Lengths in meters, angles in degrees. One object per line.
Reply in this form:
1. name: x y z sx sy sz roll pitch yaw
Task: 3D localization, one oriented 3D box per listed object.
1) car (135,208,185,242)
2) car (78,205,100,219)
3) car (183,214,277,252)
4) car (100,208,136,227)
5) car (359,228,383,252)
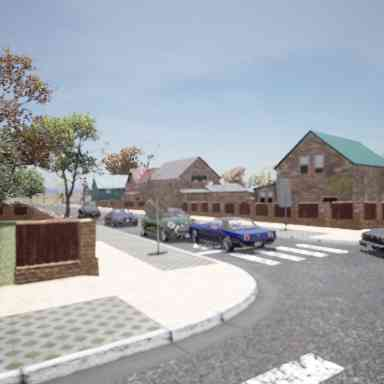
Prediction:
1. car: -1.259 1.681 18.803 2.097 1.767 4.553 -1 -1 -29
2. car: -12.013 2.243 38.866 1.882 1.535 5.008 -1 0 -28
3. car: 1.600 1.816 15.239 1.895 1.301 4.718 -1 0 -28
4. car: -5.922 2.080 27.506 1.994 1.385 4.181 -1 0 -28
5. car: 9.088 1.543 12.055 5.357 1.411 2.033 -1 0 0
